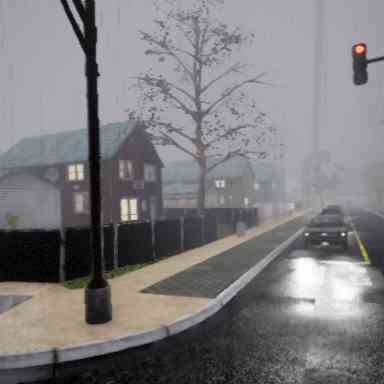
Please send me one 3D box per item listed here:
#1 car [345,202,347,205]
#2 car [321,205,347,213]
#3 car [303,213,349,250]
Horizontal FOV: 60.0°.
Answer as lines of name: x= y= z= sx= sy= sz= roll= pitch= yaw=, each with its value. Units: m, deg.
car: x=15.964 y=2.168 z=37.207 sx=1.812 sy=1.442 sz=4.674 roll=-3 pitch=-2 yaw=24
car: x=10.632 y=1.978 z=25.311 sx=1.812 sy=1.442 sz=4.674 roll=-3 pitch=-2 yaw=24
car: x=6.490 y=1.904 z=16.035 sx=1.895 sy=1.301 sz=4.718 roll=-3 pitch=-2 yaw=24
